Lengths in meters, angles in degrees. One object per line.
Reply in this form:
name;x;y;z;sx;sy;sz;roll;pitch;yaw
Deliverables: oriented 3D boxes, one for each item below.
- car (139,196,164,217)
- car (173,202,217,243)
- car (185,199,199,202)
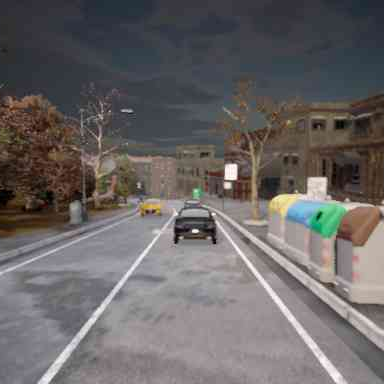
car;-3.648;1.429;31.090;1.882;1.535;5.008;0;0;-1
car;0.138;1.452;16.101;1.882;1.535;5.008;0;0;0
car;-0.008;1.464;34.204;1.812;1.442;4.674;0;0;-2
